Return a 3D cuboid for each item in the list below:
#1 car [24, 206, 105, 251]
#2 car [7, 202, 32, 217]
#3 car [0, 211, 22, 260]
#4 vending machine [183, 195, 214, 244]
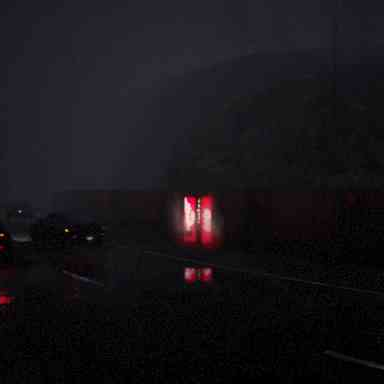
[{"bbox_3d":[-5.351,1.525,14.142,1.812,1.442,4.674,0,0,-42],"label":"car"},{"bbox_3d":[-15.094,1.564,29.210,1.994,1.385,4.181,0,0,-27],"label":"car"},{"bbox_3d":[-7.674,1.503,11.490,1.837,1.490,4.892,0,0,-42],"label":"car"},{"bbox_3d":[0.299,1.195,15.025,1.100,2.100,0.880,0,0,-45],"label":"vending machine"}]
